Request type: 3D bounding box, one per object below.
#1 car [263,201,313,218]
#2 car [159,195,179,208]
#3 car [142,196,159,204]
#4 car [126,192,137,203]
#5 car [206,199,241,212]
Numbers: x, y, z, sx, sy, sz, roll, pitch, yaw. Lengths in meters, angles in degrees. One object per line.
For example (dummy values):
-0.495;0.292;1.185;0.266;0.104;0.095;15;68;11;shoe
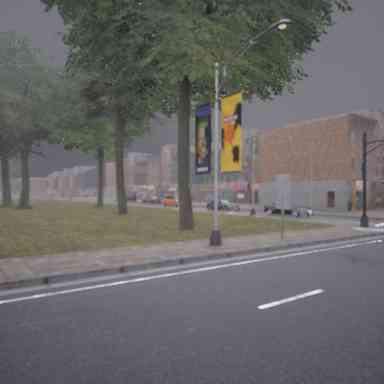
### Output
8.848;1.572;30.806;2.128;1.511;4.902;1;0;-36;car
-2.179;1.277;46.303;2.097;1.767;4.553;1;0;-35;car
-7.125;1.410;58.304;1.812;1.442;4.674;1;0;-36;car
-12.920;1.077;66.438;2.150;2.045;5.566;1;0;-35;car
3.530;1.523;38.271;1.812;1.442;4.674;1;0;-36;car
